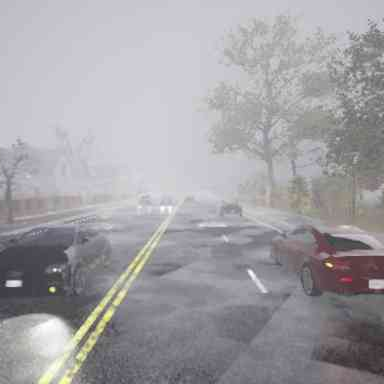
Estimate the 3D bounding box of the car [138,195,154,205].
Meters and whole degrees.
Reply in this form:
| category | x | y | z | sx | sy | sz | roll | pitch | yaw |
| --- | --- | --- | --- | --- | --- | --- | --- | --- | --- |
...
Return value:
| category | x | y | z | sx | sy | sz | roll | pitch | yaw |
| --- | --- | --- | --- | --- | --- | --- | --- | --- | --- |
| car | -6.900 | 1.216 | 50.351 | 1.837 | 1.490 | 4.892 | 0 | 1 | 0 |

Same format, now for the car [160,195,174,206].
| category | x | y | z | sx | sy | sz | roll | pitch | yaw |
| --- | --- | --- | --- | --- | --- | --- | --- | --- | --- |
| car | -3.653 | 1.201 | 49.212 | 2.128 | 1.511 | 4.902 | 0 | 0 | 0 |

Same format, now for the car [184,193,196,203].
| category | x | y | z | sx | sy | sz | roll | pitch | yaw |
| --- | --- | --- | --- | --- | --- | --- | --- | --- | --- |
| car | -0.399 | 1.133 | 57.774 | 2.128 | 1.511 | 4.902 | 0 | 0 | 0 |

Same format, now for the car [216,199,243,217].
| category | x | y | z | sx | sy | sz | roll | pitch | yaw |
| --- | --- | --- | --- | --- | --- | --- | --- | --- | --- |
| car | 3.163 | 1.313 | 28.584 | 2.128 | 1.511 | 4.902 | 0 | 0 | 0 |

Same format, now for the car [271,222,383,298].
| category | x | y | z | sx | sy | sz | roll | pitch | yaw |
| --- | --- | --- | --- | --- | --- | --- | --- | --- | --- |
| car | 3.308 | 1.467 | 8.266 | 1.812 | 1.442 | 4.674 | 0 | 1 | 0 |

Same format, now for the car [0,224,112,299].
| category | x | y | z | sx | sy | sz | roll | pitch | yaw |
| --- | --- | --- | --- | --- | --- | --- | --- | --- | --- |
| car | -3.369 | 1.529 | 8.281 | 1.994 | 1.385 | 4.181 | 0 | 0 | 0 |
